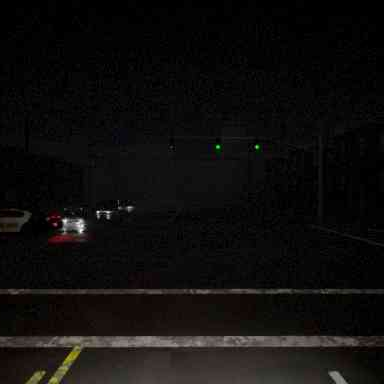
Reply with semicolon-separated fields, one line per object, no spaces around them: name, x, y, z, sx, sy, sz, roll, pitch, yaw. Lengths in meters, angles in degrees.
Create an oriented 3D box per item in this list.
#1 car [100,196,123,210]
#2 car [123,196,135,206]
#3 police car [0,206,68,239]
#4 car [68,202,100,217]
car;-10.588;1.547;42.159;2.033;1.411;5.357;0;0;0
car;-10.571;1.355;53.370;2.097;1.767;4.553;0;0;0
police car;-9.352;1.504;16.964;4.974;1.542;2.038;0;0;0
car;-10.583;1.601;31.738;1.895;1.301;4.718;0;0;0
